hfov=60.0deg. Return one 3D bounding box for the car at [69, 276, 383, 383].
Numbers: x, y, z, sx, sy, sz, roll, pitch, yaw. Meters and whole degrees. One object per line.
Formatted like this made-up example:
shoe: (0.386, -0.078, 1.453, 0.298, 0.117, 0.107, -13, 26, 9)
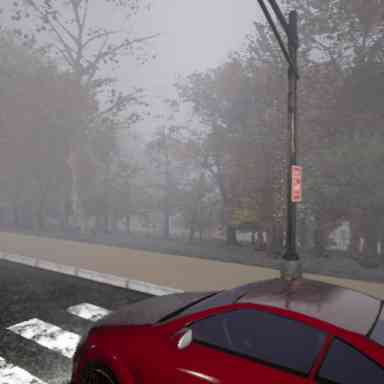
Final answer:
car: (0.740, 1.566, 3.158, 4.181, 1.385, 1.994, 0, 0, 35)
